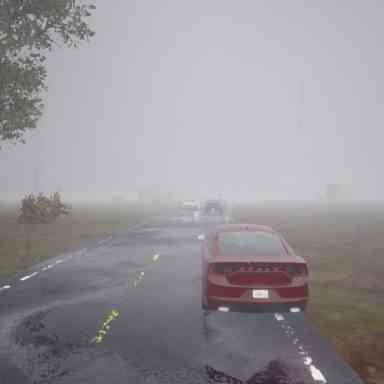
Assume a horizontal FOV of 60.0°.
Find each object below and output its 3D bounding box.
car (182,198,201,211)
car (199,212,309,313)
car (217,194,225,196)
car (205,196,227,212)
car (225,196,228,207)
[{"bbox_3d":[-0.021,1.510,40.868,1.812,1.442,4.674,0,0,8],"label":"car"},{"bbox_3d":[1.171,1.478,7.792,1.882,1.535,5.008,0,0,2],"label":"car"},{"bbox_3d":[6.153,1.302,71.016,2.097,1.767,4.553,0,0,14],"label":"car"},{"bbox_3d":[2.429,1.493,35.490,1.837,1.490,4.892,0,0,8],"label":"car"},{"bbox_3d":[3.933,1.579,46.430,1.895,1.301,4.718,0,0,11],"label":"car"}]
